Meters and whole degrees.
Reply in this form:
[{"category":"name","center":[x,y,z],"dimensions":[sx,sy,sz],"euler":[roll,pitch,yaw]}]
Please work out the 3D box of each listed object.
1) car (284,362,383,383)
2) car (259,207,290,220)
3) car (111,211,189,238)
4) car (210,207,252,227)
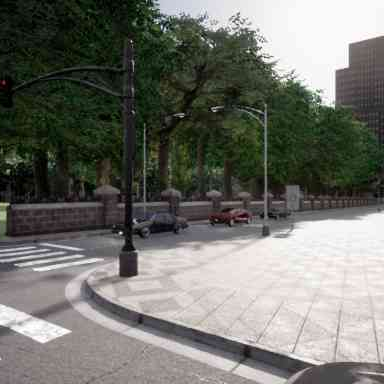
[{"category":"car","center":[2.351,1.551,1.286],"dimensions":[4.403,1.369,2.008],"euler":[0,0,36]},{"category":"car","center":[9.077,2.351,36.330],"dimensions":[1.895,1.301,4.718],"euler":[0,-1,35]},{"category":"car","center":[-2.321,1.888,20.214],"dimensions":[2.033,1.411,5.357],"euler":[0,-1,35]},{"category":"car","center":[3.374,2.021,28.270],"dimensions":[1.882,1.535,5.008],"euler":[0,-1,35]}]
